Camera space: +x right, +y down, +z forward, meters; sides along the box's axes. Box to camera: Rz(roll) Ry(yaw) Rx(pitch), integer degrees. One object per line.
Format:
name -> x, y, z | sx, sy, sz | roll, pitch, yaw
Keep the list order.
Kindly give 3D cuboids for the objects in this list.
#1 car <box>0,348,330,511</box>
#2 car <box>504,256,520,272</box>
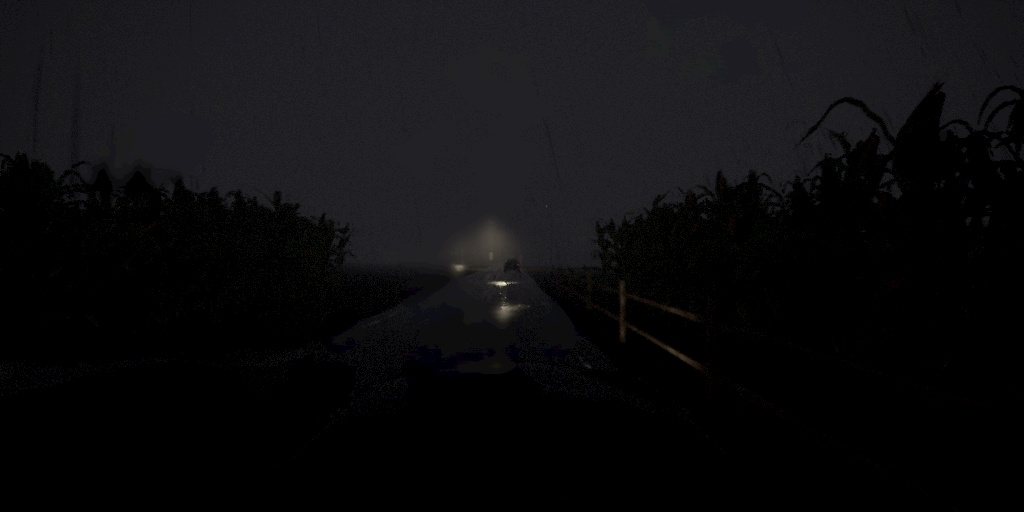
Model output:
car -> -2.845, 1.297, 1.432 | 2.033, 1.411, 5.357 | 0, 0, 0
car -> 0.003, 1.194, 47.666 | 2.097, 1.767, 4.553 | 0, 0, 0
